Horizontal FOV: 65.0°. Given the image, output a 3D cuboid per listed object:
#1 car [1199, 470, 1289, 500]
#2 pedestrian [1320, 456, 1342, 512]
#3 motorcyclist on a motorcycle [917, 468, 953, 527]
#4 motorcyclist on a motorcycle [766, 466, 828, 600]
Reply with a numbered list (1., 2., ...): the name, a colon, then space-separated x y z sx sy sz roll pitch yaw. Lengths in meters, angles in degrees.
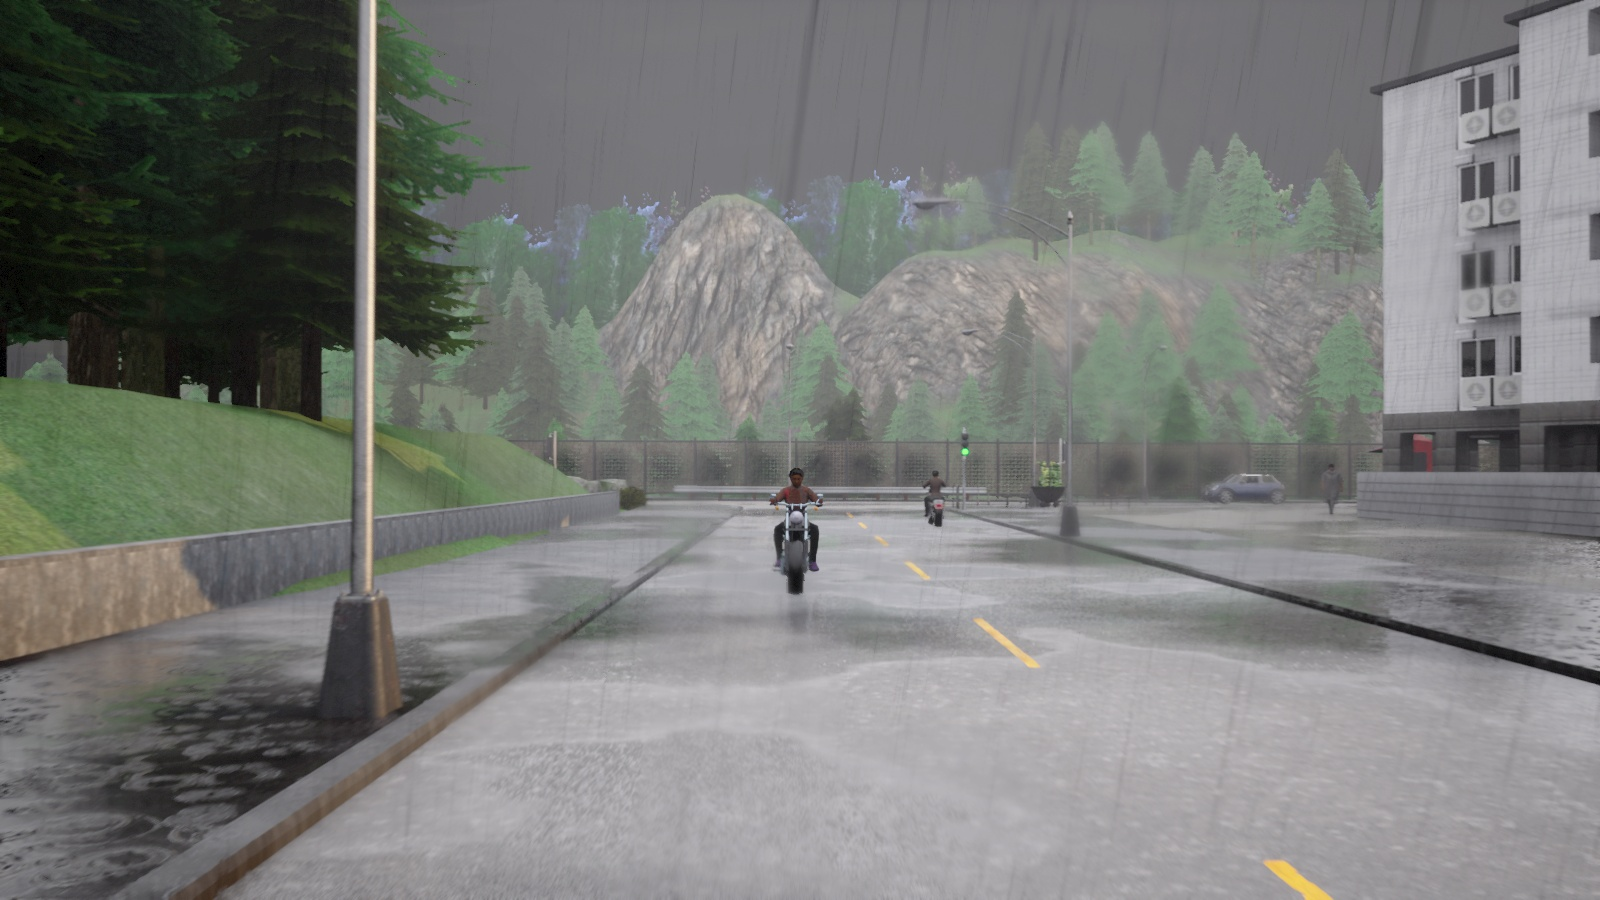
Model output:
1. car: 22.226 1.746 63.013 3.806 1.475 1.970 0 -1 0
2. pedestrian: 18.845 1.195 44.553 0.659 1.952 0.873 -1 -1 27
3. motorcyclist on a motorcycle: 3.916 1.363 36.629 0.766 1.649 2.350 0 -1 0
4. motorcyclist on a motorcycle: -0.039 1.044 16.662 0.766 1.649 2.350 0 -1 0
